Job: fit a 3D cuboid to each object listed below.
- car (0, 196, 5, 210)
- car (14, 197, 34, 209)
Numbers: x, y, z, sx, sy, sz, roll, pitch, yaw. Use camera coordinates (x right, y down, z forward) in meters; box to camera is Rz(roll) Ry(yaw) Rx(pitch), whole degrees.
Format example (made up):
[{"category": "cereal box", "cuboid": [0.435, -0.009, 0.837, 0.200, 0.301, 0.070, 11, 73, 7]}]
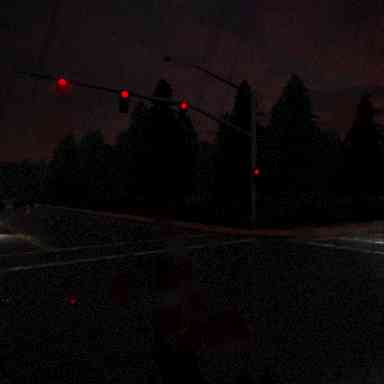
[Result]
[{"category": "car", "cuboid": [-24.771, 1.263, 41.560, 2.097, 1.767, 4.553, 0, 0, -37]}, {"category": "car", "cuboid": [-22.293, 1.414, 44.092, 1.837, 1.490, 4.892, 0, 0, -37]}]
